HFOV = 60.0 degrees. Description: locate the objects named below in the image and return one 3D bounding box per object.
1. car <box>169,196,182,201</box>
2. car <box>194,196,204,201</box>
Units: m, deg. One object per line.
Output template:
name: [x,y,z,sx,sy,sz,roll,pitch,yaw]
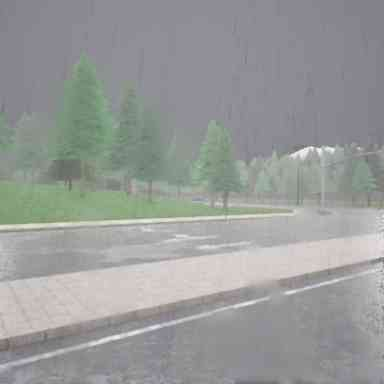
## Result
car: [-3.836,1.744,82.722,1.882,1.535,5.008,1,0,-35]
car: [1.893,1.855,86.742,1.812,1.442,4.674,1,0,-35]
